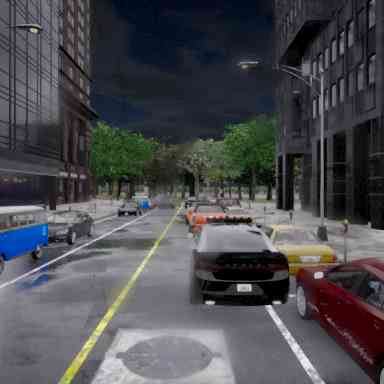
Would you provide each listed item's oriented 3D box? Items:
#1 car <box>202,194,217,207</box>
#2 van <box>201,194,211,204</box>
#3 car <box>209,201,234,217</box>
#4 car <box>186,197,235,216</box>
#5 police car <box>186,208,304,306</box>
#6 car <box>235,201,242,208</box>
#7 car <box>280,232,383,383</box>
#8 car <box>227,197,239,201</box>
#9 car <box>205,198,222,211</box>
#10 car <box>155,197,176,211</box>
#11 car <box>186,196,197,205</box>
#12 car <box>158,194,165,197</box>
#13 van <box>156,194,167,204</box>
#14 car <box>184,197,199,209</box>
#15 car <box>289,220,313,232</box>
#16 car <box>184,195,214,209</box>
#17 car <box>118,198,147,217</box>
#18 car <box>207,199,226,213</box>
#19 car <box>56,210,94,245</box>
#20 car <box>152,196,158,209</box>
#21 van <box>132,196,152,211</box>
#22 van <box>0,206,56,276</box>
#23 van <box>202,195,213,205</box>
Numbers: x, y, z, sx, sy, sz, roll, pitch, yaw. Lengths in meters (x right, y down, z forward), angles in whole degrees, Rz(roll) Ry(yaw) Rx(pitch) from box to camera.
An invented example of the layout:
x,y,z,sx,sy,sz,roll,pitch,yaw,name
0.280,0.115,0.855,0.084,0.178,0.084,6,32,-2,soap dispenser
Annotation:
x,y,z,sx,sy,sz,roll,pitch,yaw,name
2.701,1.329,53.370,2.192,1.841,5.009,0,0,0,car
2.689,1.362,64.245,1.690,1.788,3.998,0,0,0,van
2.726,1.555,31.619,2.008,1.369,4.403,0,0,0,car
0.879,1.353,18.105,2.097,1.767,4.553,0,0,0,car
0.890,1.426,8.244,1.930,1.638,5.238,0,0,0,police car
2.738,1.527,20.914,1.752,1.417,4.829,0,0,0,car
2.756,1.545,4.432,1.887,1.381,4.507,0,0,0,car
2.731,1.318,26.182,2.192,1.841,5.009,0,0,0,car
2.713,1.553,42.495,1.887,1.381,4.507,0,0,0,car
-3.047,1.609,41.338,1.895,1.301,4.718,0,0,0,car
-0.067,1.523,59.356,1.837,1.490,4.892,0,0,0,car
-5.824,1.539,53.191,1.752,1.417,4.829,0,0,0,car
-5.836,1.362,64.236,1.690,1.788,3.998,0,0,0,van
-0.040,1.515,45.791,1.837,1.490,4.892,0,0,1,car
2.750,1.526,10.039,1.752,1.417,4.829,0,0,0,car
0.688,1.354,24.132,2.097,1.767,4.553,0,0,2,car
-5.799,1.570,31.610,1.947,1.339,4.313,0,0,0,car
2.719,1.532,37.227,1.752,1.417,4.829,0,0,0,car
-5.781,1.552,15.297,2.008,1.369,4.403,0,0,0,car
-5.812,1.534,42.315,1.752,1.417,4.829,0,0,0,car
-5.806,1.347,37.048,1.690,1.788,3.998,0,0,0,van
-5.775,1.341,9.860,1.690,1.788,3.998,0,0,0,van
2.695,1.359,58.807,1.690,1.788,3.998,0,0,0,van
